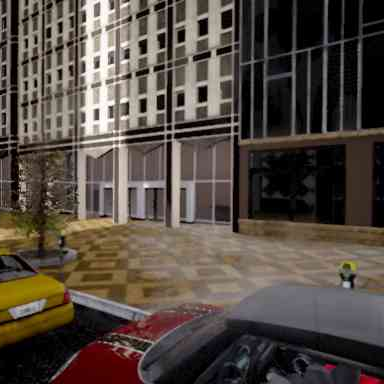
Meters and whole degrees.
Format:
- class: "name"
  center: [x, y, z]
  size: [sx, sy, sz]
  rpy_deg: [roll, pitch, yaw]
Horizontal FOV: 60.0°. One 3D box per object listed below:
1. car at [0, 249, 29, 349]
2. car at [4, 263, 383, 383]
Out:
- class: "car"
  center: [-4.048, 1.516, 5.753]
  size: [4.829, 1.417, 1.752]
  rpy_deg: [0, 1, 36]
- class: "car"
  center: [0.716, 1.439, 2.353]
  size: [4.097, 1.590, 1.967]
  rpy_deg: [0, 1, 36]
